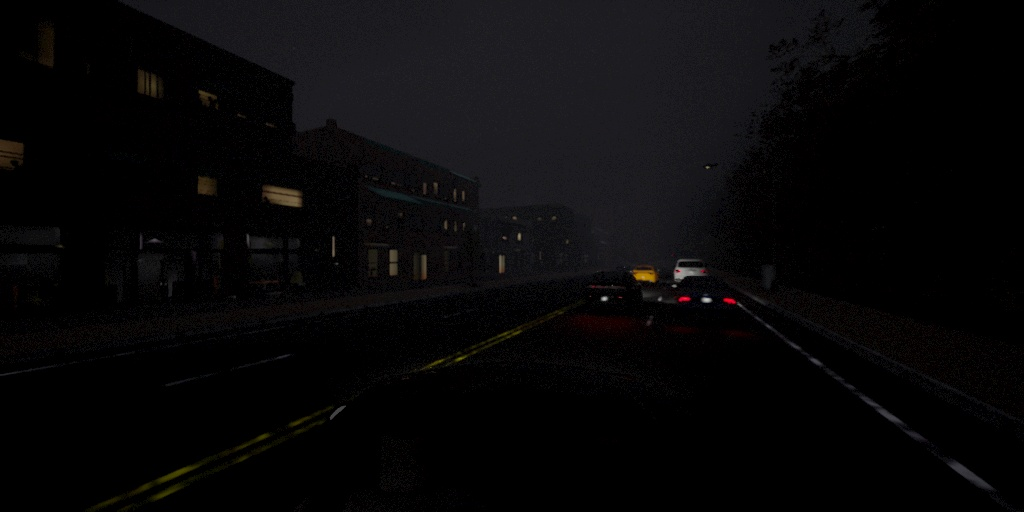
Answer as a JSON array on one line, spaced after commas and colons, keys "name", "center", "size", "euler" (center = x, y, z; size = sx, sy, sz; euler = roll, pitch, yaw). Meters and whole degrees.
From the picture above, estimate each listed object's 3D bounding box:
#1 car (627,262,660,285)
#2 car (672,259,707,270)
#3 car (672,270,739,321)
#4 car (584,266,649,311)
[{"name": "car", "center": [11.059, 1.507, 29.679], "size": [1.882, 1.535, 5.008], "euler": [0, 0, 25]}, {"name": "car", "center": [13.286, 1.222, 26.798], "size": [2.150, 2.045, 5.566], "euler": [0, 0, 25]}, {"name": "car", "center": [6.964, 1.410, 13.148], "size": [2.033, 1.411, 5.357], "euler": [0, -1, 25]}, {"name": "car", "center": [4.437, 1.381, 15.398], "size": [2.128, 1.511, 4.902], "euler": [0, -1, 25]}]
